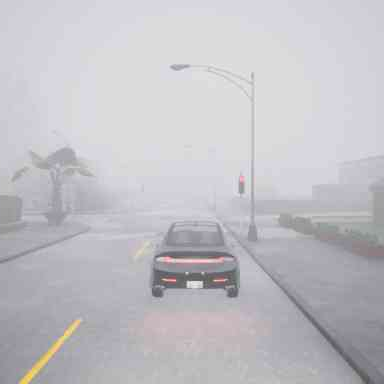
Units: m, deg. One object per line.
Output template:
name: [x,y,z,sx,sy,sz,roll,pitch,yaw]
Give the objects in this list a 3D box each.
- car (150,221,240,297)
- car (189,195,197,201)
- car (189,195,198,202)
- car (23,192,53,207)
car: [0.084,1.492,8.544,2.128,1.511,4.902,0,0,1]
car: [0.331,1.541,84.715,1.994,1.385,4.181,0,0,0]
car: [0.290,1.465,74.479,1.882,1.535,5.008,0,0,0]
car: [-19.593,0.986,43.003,1.905,1.878,3.866,0,0,35]
